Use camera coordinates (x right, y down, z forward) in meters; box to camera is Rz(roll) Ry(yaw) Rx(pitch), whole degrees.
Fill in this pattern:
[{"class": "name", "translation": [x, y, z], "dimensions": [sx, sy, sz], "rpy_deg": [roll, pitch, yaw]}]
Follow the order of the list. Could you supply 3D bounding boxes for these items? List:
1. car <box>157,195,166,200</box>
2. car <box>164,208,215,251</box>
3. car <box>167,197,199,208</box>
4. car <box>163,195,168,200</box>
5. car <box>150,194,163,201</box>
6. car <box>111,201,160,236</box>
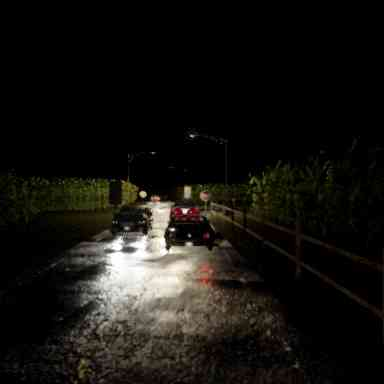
[{"class": "car", "translation": [-8.563, 1.442, 93.728], "dimensions": [1.994, 1.385, 4.181], "rpy_deg": [0, 0, -11]}, {"class": "car", "translation": [-0.149, 1.585, 14.139], "dimensions": [1.895, 1.301, 4.718], "rpy_deg": [0, 0, -2]}, {"class": "car", "translation": [-0.571, 1.329, 24.758], "dimensions": [2.097, 1.767, 4.553], "rpy_deg": [0, 0, -3]}, {"class": "car", "translation": [-6.917, 1.555, 84.174], "dimensions": [1.994, 1.385, 4.181], "rpy_deg": [0, 0, -10]}, {"class": "car", "translation": [-8.386, 1.353, 75.733], "dimensions": [2.097, 1.767, 4.553], "rpy_deg": [0, 0, -8]}, {"class": "car", "translation": [-3.191, 1.473, 18.444], "dimensions": [2.128, 1.511, 4.902], "rpy_deg": [0, 0, -2]}]
